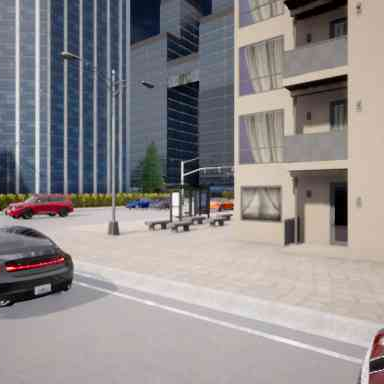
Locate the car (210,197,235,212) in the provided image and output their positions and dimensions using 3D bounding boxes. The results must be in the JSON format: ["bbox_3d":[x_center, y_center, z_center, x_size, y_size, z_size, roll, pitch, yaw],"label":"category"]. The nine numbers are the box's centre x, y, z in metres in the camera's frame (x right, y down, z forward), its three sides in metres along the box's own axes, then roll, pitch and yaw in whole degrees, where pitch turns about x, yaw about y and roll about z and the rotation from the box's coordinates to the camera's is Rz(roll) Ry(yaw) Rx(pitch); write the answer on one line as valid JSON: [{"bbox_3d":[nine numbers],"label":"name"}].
[{"bbox_3d":[3.593,1.404,39.777,2.097,1.767,4.553,0,0,37],"label":"car"}]

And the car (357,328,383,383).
[{"bbox_3d":[3.393,1.353,1.793,4.553,1.767,2.097,0,0,33],"label":"car"}]

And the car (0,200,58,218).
[{"bbox_3d":[-15.620,1.577,32.049,1.812,1.442,4.674,0,0,37],"label":"car"}]

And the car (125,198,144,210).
[{"bbox_3d":[-6.614,1.528,43.988,1.882,1.535,5.008,0,0,37],"label":"car"}]

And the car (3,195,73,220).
[{"bbox_3d":[-13.263,1.274,29.377,2.150,2.045,5.566,0,0,37],"label":"car"}]

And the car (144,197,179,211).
[{"bbox_3d":[-3.411,1.404,42.418,2.097,1.767,4.553,0,0,37],"label":"car"}]

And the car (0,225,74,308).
[{"bbox_3d":[-4.613,1.504,7.460,4.892,1.490,1.837,0,0,37],"label":"car"}]
